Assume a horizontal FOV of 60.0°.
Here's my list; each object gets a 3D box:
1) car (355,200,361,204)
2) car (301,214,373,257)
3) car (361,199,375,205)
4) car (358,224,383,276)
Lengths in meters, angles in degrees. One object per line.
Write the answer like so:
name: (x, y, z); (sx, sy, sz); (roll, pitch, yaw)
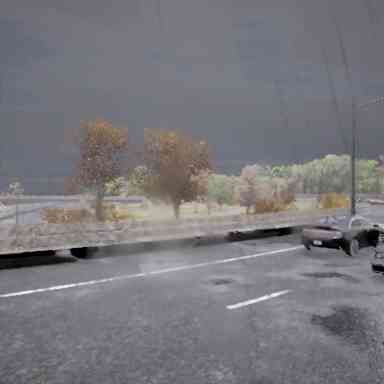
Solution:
car: (40.337, 2.584, 84.871); (1.882, 1.535, 5.008); (0, -1, 2)
car: (6.413, 1.694, 13.882); (4.902, 1.511, 2.128); (1, -1, -43)
car: (43.829, 2.632, 84.642); (1.837, 1.490, 4.892); (0, -1, 2)
car: (7.092, 1.712, 9.753); (5.357, 1.411, 2.033); (1, -1, -42)
